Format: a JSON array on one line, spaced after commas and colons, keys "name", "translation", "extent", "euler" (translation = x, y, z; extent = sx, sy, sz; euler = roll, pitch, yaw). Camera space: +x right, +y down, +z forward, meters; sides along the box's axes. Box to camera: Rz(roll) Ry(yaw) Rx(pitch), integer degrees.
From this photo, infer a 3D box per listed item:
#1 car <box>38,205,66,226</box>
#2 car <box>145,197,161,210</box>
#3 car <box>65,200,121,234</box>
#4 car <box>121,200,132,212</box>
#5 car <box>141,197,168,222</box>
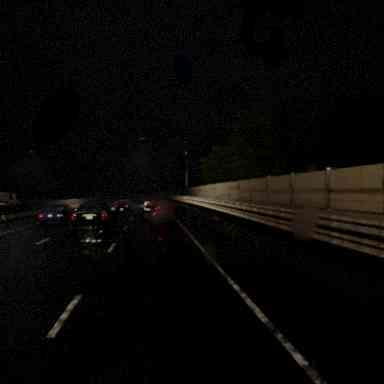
[{"name": "car", "translation": [-9.852, 1.647, 24.889], "extent": [2.033, 1.411, 5.357], "euler": [-2, 0, -7]}, {"name": "car", "translation": [-5.010, 1.418, 42.789], "extent": [1.837, 1.490, 4.892], "euler": [-2, 0, -7]}, {"name": "car", "translation": [-5.699, 1.370, 19.740], "extent": [2.097, 1.767, 4.553], "euler": [-2, 0, -7]}, {"name": "car", "translation": [-8.044, 1.602, 38.870], "extent": [1.895, 1.301, 4.718], "euler": [-2, 0, -7]}, {"name": "car", "translation": [-2.911, 1.395, 25.690], "extent": [2.128, 1.511, 4.902], "euler": [-2, 0, -7]}]
